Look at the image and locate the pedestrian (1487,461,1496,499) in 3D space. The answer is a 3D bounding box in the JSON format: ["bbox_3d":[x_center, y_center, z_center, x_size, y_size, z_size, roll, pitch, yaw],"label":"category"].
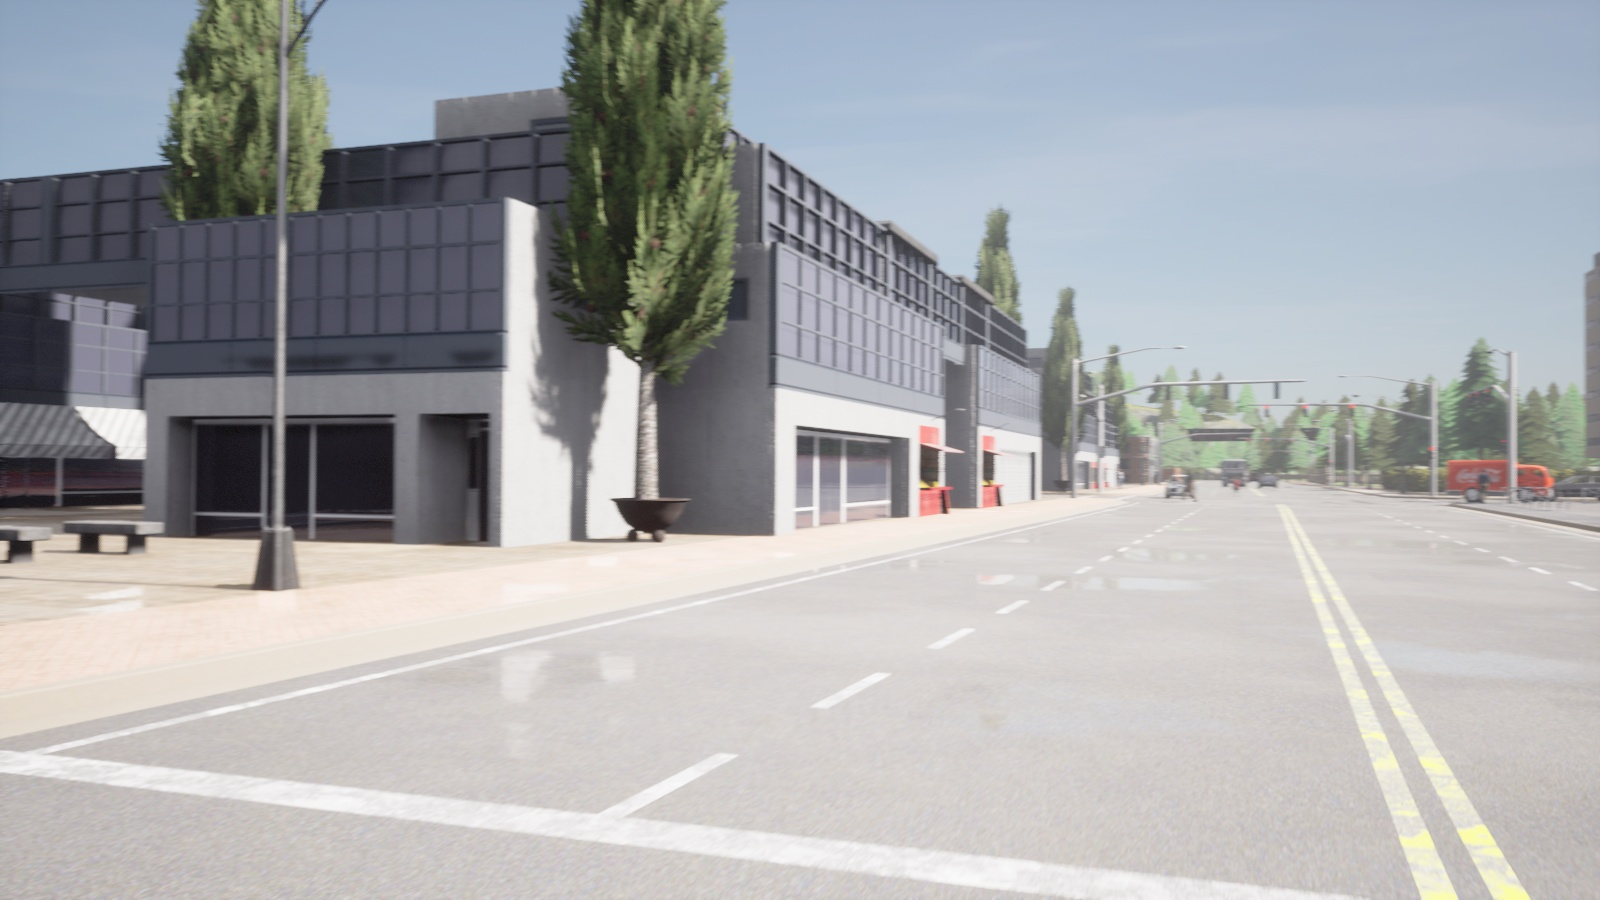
[{"bbox_3d":[34.284,1.485,62.263,0.370,1.835,0.726,-1,-1,30],"label":"pedestrian"}]

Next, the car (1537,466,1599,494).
[{"bbox_3d":[47.907,1.827,76.339,5.027,1.651,2.152,0,-1,19],"label":"car"}]

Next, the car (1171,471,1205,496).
[{"bbox_3d":[24.319,2.079,78.642,1.970,1.475,3.806,0,-1,19],"label":"car"}]

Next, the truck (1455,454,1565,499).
[{"bbox_3d":[40.670,1.496,71.985,5.204,2.467,2.627,-1,0,36],"label":"truck"}]

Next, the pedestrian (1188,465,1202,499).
[{"bbox_3d":[21.183,1.704,67.329,0.694,1.848,0.540,0,-1,13],"label":"pedestrian"}]
